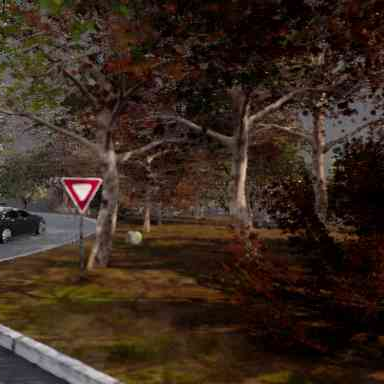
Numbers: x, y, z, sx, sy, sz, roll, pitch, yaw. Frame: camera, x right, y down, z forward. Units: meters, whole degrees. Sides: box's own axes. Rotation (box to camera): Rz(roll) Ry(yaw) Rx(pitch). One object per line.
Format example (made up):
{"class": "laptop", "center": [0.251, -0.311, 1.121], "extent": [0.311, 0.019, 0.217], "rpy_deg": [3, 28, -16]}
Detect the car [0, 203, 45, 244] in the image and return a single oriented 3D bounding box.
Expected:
{"class": "car", "center": [-8.778, 1.480, 15.775], "extent": [1.837, 1.490, 4.892], "rpy_deg": [0, 0, 3]}

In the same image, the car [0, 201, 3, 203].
{"class": "car", "center": [-18.960, 1.441, 30.407], "extent": [4.902, 1.511, 2.128], "rpy_deg": [0, 0, 24]}
